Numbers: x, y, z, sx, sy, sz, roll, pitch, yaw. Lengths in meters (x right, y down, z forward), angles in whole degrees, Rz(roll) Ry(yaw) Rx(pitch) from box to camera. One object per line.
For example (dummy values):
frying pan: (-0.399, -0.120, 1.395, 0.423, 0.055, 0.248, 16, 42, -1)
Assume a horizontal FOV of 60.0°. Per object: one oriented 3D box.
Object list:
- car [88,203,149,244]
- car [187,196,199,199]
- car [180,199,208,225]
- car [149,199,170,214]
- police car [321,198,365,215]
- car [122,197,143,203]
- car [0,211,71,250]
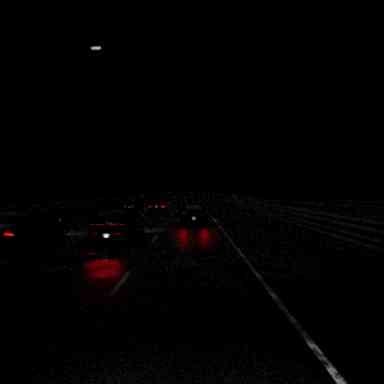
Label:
car: (-3.388, 1.457, 15.545, 1.837, 1.490, 4.892, 0, 0, 0)
car: (0.128, 1.229, 41.323, 2.097, 1.767, 4.553, 0, 0, 0)
car: (0.120, 1.455, 23.075, 1.812, 1.442, 4.674, 0, 0, 0)
car: (-3.377, 1.446, 33.979, 2.033, 1.411, 5.357, 0, 0, 0)
police car: (15.099, 1.440, 33.817, 1.930, 1.638, 5.238, 0, 0, -16)
car: (-6.880, 1.390, 38.424, 1.837, 1.490, 4.892, 0, 0, 0)
car: (-6.883, 1.496, 13.948, 2.033, 1.411, 5.357, 1, 1, 0)
